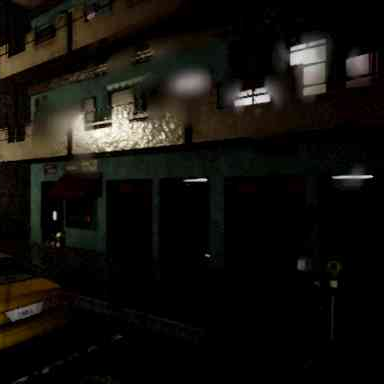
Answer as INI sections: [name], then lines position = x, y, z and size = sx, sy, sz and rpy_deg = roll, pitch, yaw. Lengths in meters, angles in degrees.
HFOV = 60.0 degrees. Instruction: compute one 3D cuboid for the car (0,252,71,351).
[car]
position = -4.093, 1.585, 5.780
size = 4.829, 1.417, 1.752
rpy_deg = -1, 0, 36
